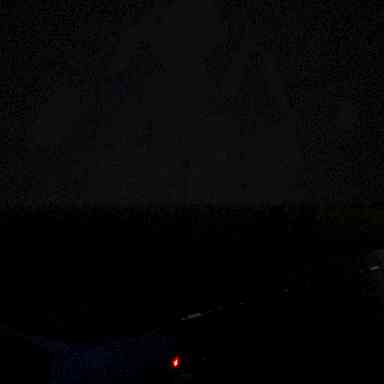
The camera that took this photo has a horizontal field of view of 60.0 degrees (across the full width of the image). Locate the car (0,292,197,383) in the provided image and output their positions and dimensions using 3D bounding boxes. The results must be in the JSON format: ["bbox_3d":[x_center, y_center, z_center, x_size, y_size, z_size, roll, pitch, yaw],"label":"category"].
[{"bbox_3d":[-2.539,1.546,2.186,5.357,1.411,2.033,0,0,-35],"label":"car"}]
